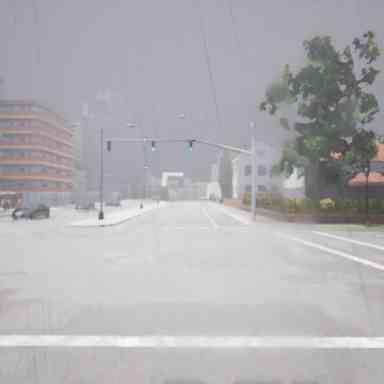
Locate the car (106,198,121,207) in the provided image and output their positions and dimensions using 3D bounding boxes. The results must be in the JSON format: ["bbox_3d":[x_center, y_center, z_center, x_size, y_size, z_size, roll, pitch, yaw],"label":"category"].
[{"bbox_3d":[-15.015,1.981,63.593,2.097,1.767,4.553,0,-1,0],"label":"car"}]

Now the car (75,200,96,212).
[{"bbox_3d":[-15.081,1.957,47.183,2.128,1.511,4.902,0,-1,0],"label":"car"}]

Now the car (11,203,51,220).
[{"bbox_3d":[-15.099,1.798,31.435,2.128,1.511,4.902,0,0,0],"label":"car"}]
